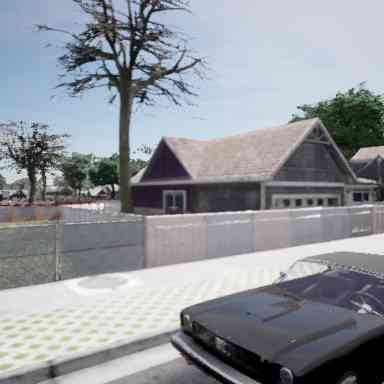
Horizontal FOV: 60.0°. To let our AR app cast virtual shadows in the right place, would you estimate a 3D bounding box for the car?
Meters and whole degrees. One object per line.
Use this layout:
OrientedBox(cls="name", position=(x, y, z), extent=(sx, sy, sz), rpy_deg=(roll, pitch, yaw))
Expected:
OrientedBox(cls="car", position=(2.099, 1.598, 4.558), extent=(4.718, 1.301, 1.895), rpy_deg=(0, 0, -35))
